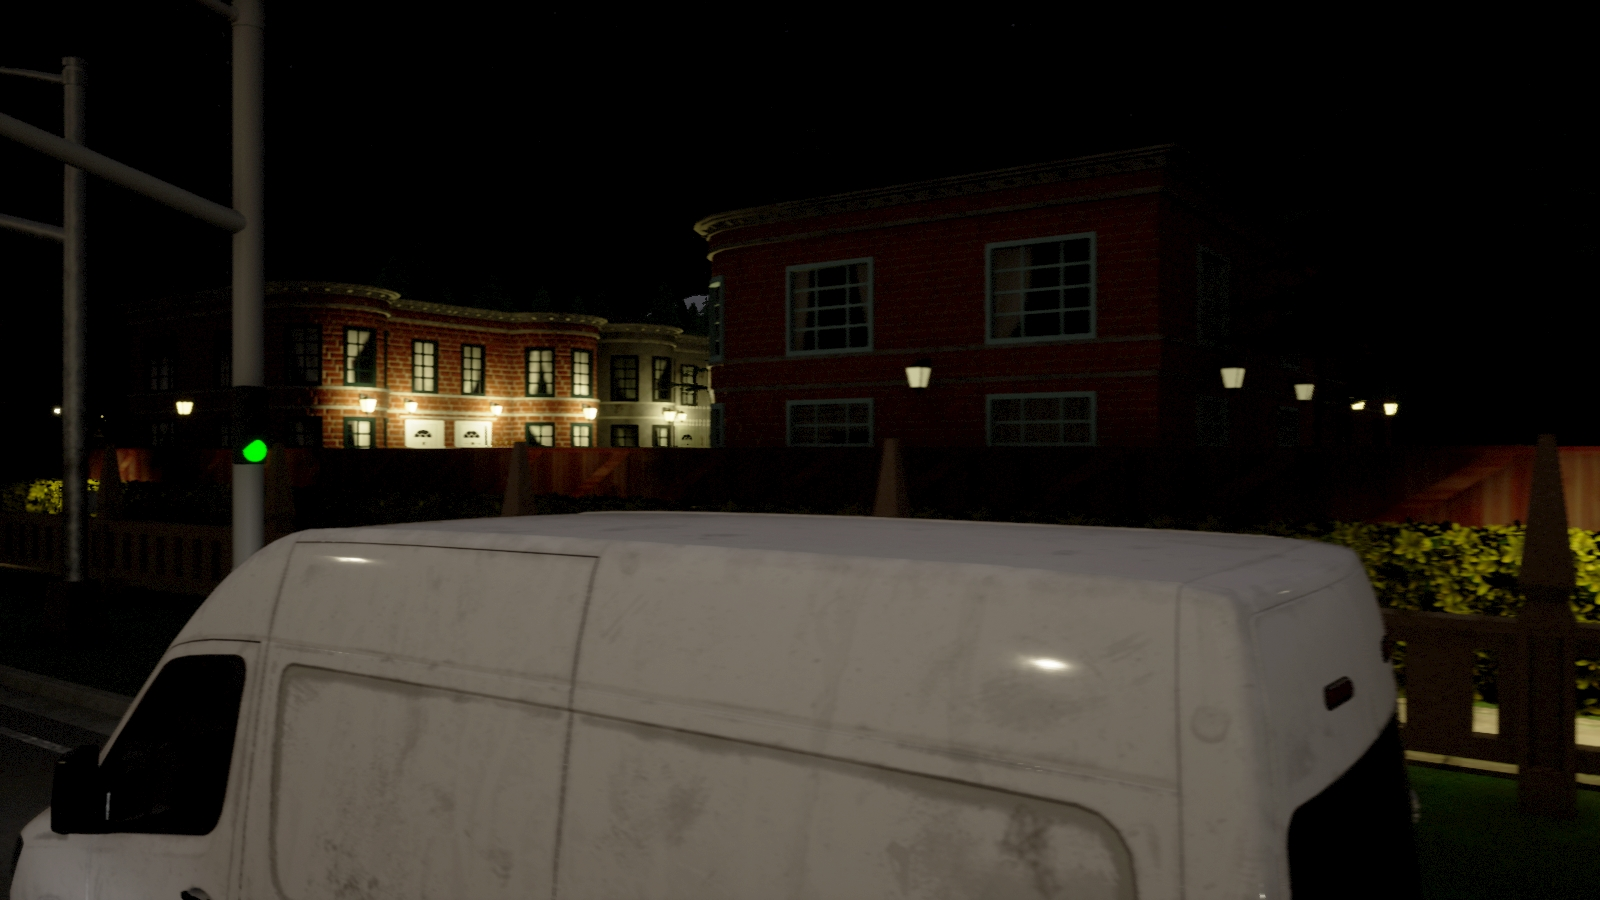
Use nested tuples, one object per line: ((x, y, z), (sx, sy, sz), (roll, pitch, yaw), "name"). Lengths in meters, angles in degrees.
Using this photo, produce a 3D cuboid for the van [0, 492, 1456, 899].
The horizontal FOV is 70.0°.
((-0.957, 1.536, 4.429), (5.915, 2.561, 1.988), (0, 0, 35), "van")
